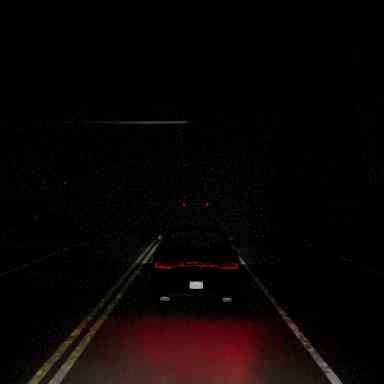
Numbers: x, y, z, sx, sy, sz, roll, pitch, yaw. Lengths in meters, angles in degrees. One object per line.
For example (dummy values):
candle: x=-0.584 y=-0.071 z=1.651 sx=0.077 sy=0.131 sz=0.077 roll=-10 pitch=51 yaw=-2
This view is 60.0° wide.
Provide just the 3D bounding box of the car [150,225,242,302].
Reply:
car: x=0.085 y=1.594 z=8.582 sx=1.882 sy=1.535 sz=5.008 roll=1 pitch=-1 yaw=0

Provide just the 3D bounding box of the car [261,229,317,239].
car: x=8.423 y=3.879 z=28.189 sx=5.008 sy=1.535 sz=1.882 roll=-2 pitch=-13 yaw=10
